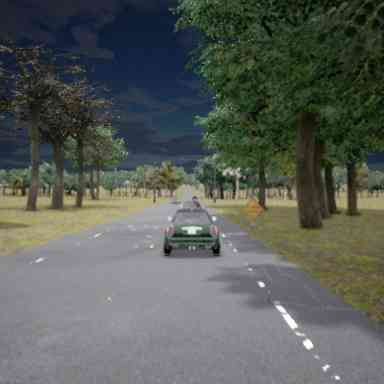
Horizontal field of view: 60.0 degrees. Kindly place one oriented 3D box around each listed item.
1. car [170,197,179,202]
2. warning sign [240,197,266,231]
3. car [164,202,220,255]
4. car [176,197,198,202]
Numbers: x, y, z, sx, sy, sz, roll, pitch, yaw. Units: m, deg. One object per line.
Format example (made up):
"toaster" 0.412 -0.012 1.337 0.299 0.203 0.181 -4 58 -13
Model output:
"car" -3.517 1.823 71.043 2.097 1.767 4.553 0 0 0
"warning sign" 3.575 1.280 19.597 1.300 1.860 1.060 2 1 0
"car" -0.002 1.470 14.068 2.097 1.767 4.553 0 -1 0
"car" -0.005 1.587 29.075 2.097 1.767 4.553 0 -1 0
